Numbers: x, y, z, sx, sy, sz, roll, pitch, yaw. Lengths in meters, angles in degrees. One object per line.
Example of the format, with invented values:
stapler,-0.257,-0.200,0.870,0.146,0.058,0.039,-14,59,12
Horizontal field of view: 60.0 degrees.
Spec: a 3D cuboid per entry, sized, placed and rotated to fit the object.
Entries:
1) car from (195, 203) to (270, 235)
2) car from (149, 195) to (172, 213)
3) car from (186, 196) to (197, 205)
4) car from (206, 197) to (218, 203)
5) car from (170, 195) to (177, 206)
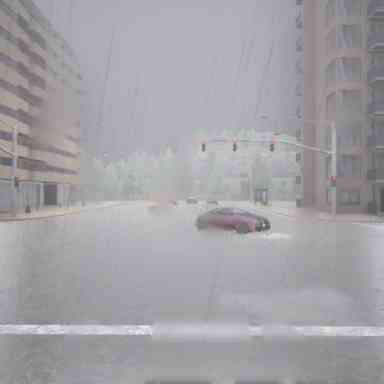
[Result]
car,2.228,1.564,18.792,4.181,1.385,1.994,0,0,39
car,-3.618,1.477,36.933,1.882,1.535,5.008,0,0,0
car,-0.031,1.526,60.129,1.812,1.442,4.674,0,0,0
car,3.603,1.547,59.488,2.033,1.411,5.357,0,0,2
car,-3.578,1.351,55.268,2.097,1.767,4.553,0,0,0
